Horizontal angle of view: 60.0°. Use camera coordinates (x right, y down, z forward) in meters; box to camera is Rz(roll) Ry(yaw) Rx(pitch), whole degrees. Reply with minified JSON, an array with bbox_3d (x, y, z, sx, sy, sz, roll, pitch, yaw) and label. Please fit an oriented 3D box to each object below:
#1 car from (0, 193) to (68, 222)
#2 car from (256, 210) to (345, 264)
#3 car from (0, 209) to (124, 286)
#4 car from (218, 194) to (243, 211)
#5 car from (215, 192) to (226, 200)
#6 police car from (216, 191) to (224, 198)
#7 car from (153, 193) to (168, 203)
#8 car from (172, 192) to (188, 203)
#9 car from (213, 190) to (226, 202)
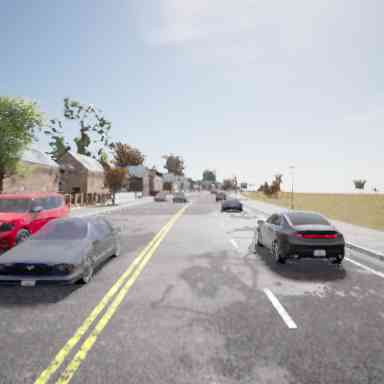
[{"bbox_3d":[-6.499,1.064,12.581,2.150,2.045,5.566,0,1,1],"label":"car"},{"bbox_3d":[3.426,1.374,11.252,1.837,1.490,4.892,0,0,1],"label":"car"},{"bbox_3d":[-3.297,1.431,9.403,2.033,1.411,5.357,0,1,1],"label":"car"},{"bbox_3d":[3.985,1.173,33.625,1.994,1.385,4.181,0,1,2],"label":"car"},{"bbox_3d":[5.753,0.781,67.353,1.994,1.385,4.181,0,1,4],"label":"car"},{"bbox_3d":[6.642,0.515,78.369,1.930,1.638,5.238,0,1,5],"label":"police car"},{"bbox_3d":[-4.989,0.904,53.217,1.812,1.442,4.674,0,1,4],"label":"car"},{"bbox_3d":[-1.820,0.750,51.602,2.097,1.767,4.553,0,1,4],"label":"car"},{"bbox_3d":[5.007,0.776,56.433,2.033,1.649,4.856,0,1,4],"label":"car"}]
